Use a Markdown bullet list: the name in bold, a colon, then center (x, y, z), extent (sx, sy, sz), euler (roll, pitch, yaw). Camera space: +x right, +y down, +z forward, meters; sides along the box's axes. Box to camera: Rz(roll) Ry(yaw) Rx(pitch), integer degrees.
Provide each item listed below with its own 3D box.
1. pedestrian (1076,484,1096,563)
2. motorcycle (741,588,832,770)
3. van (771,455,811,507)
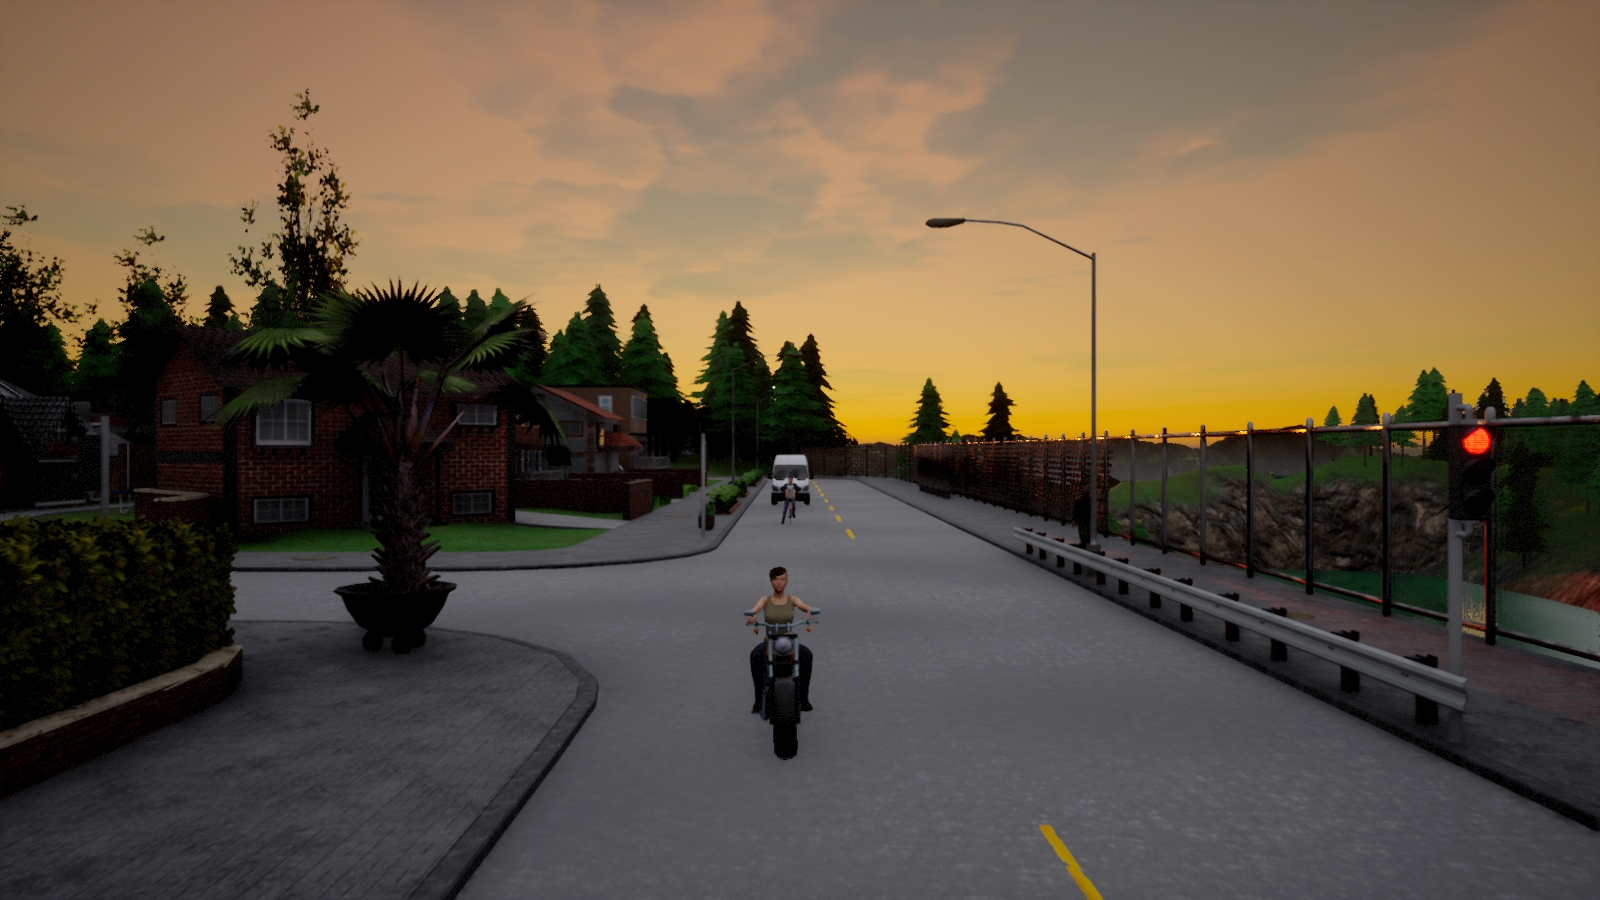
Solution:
- **pedestrian**: center (6.783, 1.745, 27.125), extent (0.375, 1.860, 0.375), euler (0, 0, -1)
- **motorcycle**: center (-0.183, 2.155, 11.239), extent (0.764, 1.307, 2.356), euler (0, 0, -4)
- **van**: center (-0.479, 1.536, 59.334), extent (1.988, 2.561, 5.915), euler (0, 0, 0)
